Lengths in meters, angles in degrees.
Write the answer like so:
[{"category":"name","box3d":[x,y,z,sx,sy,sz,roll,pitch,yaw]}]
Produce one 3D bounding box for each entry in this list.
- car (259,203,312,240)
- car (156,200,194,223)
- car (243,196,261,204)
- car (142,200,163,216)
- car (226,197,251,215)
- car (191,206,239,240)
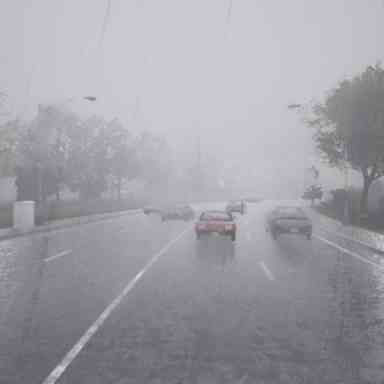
[{"category":"car","box3d":[4.890,1.513,17.294,2.128,1.511,4.902,0,0,7]},{"category":"car","box3d":[-1.034,1.565,25.872,1.994,1.385,4.181,0,0,11]},{"category":"car","box3d":[12.121,1.646,65.412,1.895,1.301,4.718,0,0,26]},{"category":"car","box3d":[-3.164,1.539,33.048,2.033,1.411,5.357,0,0,13]},{"category":"car","box3d":[4.658,1.573,34.786,2.033,1.411,5.357,0,0,14]},{"category":"car","box3d":[1.314,1.609,17.133,1.895,1.301,4.718,0,0,7]}]
